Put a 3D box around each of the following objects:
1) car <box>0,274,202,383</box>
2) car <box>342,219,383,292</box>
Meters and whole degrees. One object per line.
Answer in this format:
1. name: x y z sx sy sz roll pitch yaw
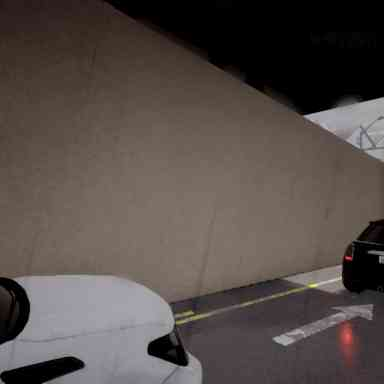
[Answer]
1. car: -2.573 1.221 1.953 5.566 2.045 2.150 0 0 -35
2. car: 5.521 1.352 7.702 4.553 1.767 2.097 0 0 -36
